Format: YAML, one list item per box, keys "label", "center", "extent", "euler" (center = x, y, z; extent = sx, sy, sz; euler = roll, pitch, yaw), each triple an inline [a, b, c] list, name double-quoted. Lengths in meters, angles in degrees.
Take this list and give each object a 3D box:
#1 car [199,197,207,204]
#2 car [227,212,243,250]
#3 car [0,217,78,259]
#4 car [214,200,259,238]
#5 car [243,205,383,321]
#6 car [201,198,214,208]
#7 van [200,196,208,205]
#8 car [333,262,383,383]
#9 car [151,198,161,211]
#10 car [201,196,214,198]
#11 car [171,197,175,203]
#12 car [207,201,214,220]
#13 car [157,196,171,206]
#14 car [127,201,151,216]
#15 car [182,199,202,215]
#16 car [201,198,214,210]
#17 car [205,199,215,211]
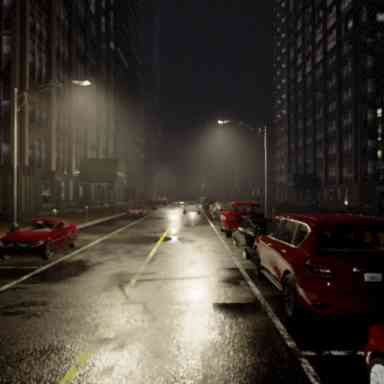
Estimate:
- label: "car"
  center: [2.593, 1.973, 79.331]
  extent: [1.967, 1.590, 4.097]
  euler: [0, 0, 0]
- label: "car"
  center: [2.678, 1.654, 12.860]
  extent: [1.947, 1.339, 4.313]
  euler: [0, 0, 0]
- label: "car"
  center: [-5.702, 1.670, 12.849]
  extent: [1.802, 1.307, 4.206]
  euler: [0, 0, 0]
- label: "car"
  center: [2.672, 1.441, 18.401]
  extent: [2.192, 1.841, 5.009]
  euler: [0, 0, 0]
- label: "car"
  center: [2.686, 1.366, 7.323]
  extent: [2.192, 1.841, 5.009]
  euler: [0, 0, 0]
- label: "car"
  center: [2.622, 1.826, 57.174]
  extent: [1.967, 1.590, 4.097]
  euler: [0, 0, 0]
- label: "van"
  center: [2.601, 1.838, 73.792]
  extent: [1.690, 1.788, 3.998]
  euler: [0, 0, 0]
- label: "car"
  center: [2.692, 1.558, 1.781]
  extent: [1.887, 1.381, 4.507]
  euler: [0, 0, 0]
- label: "car"
  center: [-5.745, 1.894, 46.084]
  extent: [1.802, 1.307, 4.206]
  euler: [0, 0, 0]
- label: "car"
  center: [2.630, 1.664, 51.636]
  extent: [2.192, 1.841, 5.009]
  euler: [0, 0, 0]
- label: "car"
  center: [-5.787, 2.078, 79.319]
  extent: [1.887, 1.381, 4.507]
  euler: [0, 0, 0]
- label: "car"
  center: [2.657, 1.751, 29.478]
  extent: [2.008, 1.369, 4.403]
  euler: [0, 0, 0]
- label: "car"
  center: [-5.765, 1.738, 62.703]
  extent: [2.192, 1.841, 5.009]
  euler: [0, 0, 0]
- label: "car"
  center: [-5.731, 1.819, 35.006]
  extent: [1.802, 1.307, 4.206]
  euler: [0, 0, 0]
- label: "car"
  center: [-0.048, 1.785, 38.195]
  extent: [1.812, 1.442, 4.674]
  euler: [0, 0, 0]
- label: "car"
  center: [2.636, 1.878, 46.095]
  extent: [1.947, 1.339, 4.313]
  euler: [0, 0, 0]
- label: "car"
  center: [2.650, 1.764, 35.187]
  extent: [1.752, 1.417, 4.829]
  euler: [0, 0, 0]
